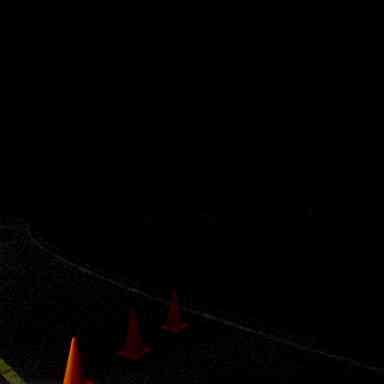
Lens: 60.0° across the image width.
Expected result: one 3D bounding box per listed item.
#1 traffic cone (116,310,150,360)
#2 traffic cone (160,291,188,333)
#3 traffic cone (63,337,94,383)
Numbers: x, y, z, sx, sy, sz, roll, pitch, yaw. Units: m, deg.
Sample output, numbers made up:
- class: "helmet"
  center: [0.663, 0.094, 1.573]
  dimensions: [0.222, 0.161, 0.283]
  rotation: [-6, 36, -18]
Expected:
- class: "traffic cone"
  center: [-0.812, 1.938, 4.626]
  dimensions: [0.340, 0.580, 0.340]
  rotation: [1, 1, 31]
- class: "traffic cone"
  center: [-0.293, 1.931, 5.477]
  dimensions: [0.340, 0.580, 0.340]
  rotation: [1, 1, 31]
- class: "traffic cone"
  center: [-1.330, 1.945, 3.775]
  dimensions: [0.340, 0.580, 0.340]
  rotation: [1, 1, 31]
